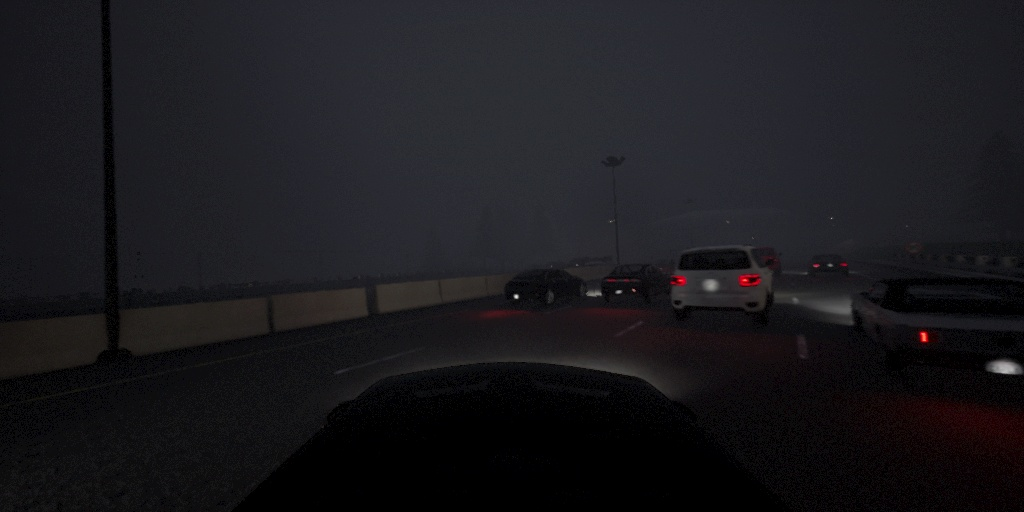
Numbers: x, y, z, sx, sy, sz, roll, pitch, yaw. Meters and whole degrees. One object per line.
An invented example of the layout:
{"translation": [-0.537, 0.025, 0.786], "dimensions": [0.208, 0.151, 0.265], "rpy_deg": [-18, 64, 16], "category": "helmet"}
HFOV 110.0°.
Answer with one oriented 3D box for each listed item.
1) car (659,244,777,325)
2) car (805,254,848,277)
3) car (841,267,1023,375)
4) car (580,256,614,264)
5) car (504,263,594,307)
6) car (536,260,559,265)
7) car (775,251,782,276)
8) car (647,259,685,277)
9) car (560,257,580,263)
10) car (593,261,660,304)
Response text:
{"translation": [6.460, 0.707, 10.842], "dimensions": [2.150, 2.045, 5.566], "rpy_deg": [-3, -1, 37], "category": "car"}
{"translation": [20.449, 0.566, 23.332], "dimensions": [2.033, 1.411, 5.357], "rpy_deg": [-3, -1, 37], "category": "car"}
{"translation": [7.223, 1.000, 6.056], "dimensions": [1.895, 1.301, 4.718], "rpy_deg": [-3, -1, 37], "category": "car"}
{"translation": [11.349, 1.068, 46.156], "dimensions": [2.150, 2.045, 5.566], "rpy_deg": [-3, -2, 38], "category": "car"}
{"translation": [1.624, 1.286, 16.005], "dimensions": [1.837, 1.490, 4.892], "rpy_deg": [-3, -1, 37], "category": "car"}
{"translation": [5.868, 1.513, 50.492], "dimensions": [2.097, 1.767, 4.553], "rpy_deg": [-3, -1, 38], "category": "car"}
{"translation": [18.632, 0.382, 26.734], "dimensions": [2.150, 2.045, 5.566], "rpy_deg": [-3, -1, 37], "category": "car"}
{"translation": [13.686, 1.035, 31.750], "dimensions": [1.994, 1.385, 4.181], "rpy_deg": [-3, -1, 37], "category": "car"}
{"translation": [9.261, 1.207, 49.164], "dimensions": [2.150, 2.045, 5.566], "rpy_deg": [-3, -2, 38], "category": "car"}
{"translation": [5.410, 1.077, 15.201], "dimensions": [2.128, 1.511, 4.902], "rpy_deg": [-3, -1, 37], "category": "car"}
